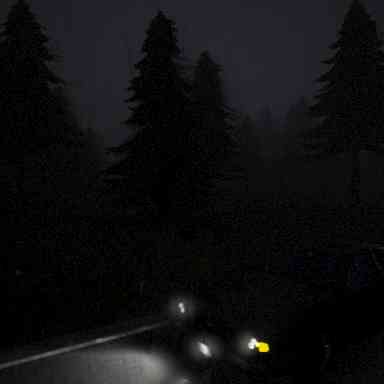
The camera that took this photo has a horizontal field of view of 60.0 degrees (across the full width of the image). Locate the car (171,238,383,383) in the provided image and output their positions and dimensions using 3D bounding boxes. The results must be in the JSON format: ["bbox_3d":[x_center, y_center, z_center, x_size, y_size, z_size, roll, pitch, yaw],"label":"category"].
[{"bbox_3d":[2.326,1.549,5.637,5.357,1.411,2.033,0,0,-35],"label":"car"}]
